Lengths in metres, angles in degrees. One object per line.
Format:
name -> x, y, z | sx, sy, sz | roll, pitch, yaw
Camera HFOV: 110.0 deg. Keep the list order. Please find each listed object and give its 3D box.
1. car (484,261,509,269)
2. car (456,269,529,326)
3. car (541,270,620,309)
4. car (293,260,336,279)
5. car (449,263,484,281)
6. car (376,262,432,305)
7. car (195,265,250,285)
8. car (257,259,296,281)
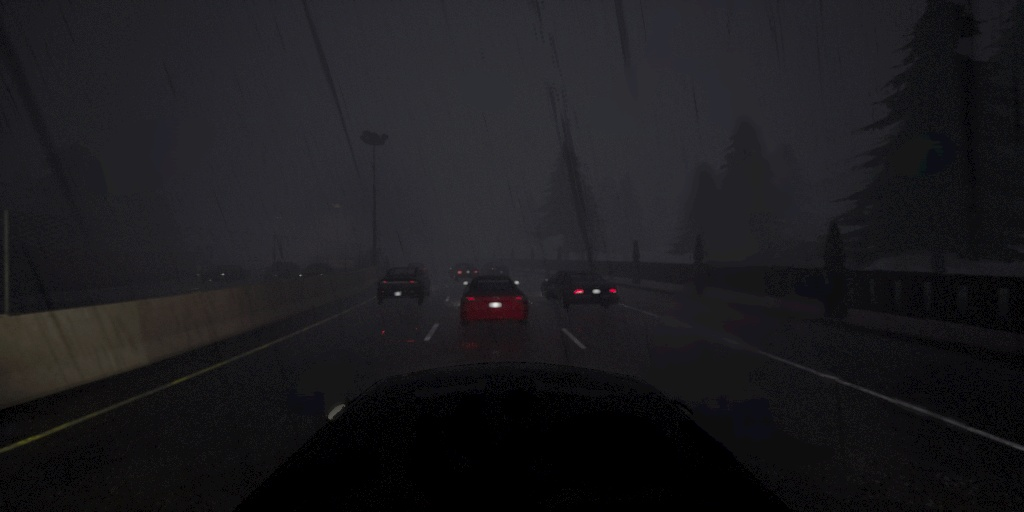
car -> -1.611, 1.221, 33.482 | 1.812, 1.442, 4.674 | 0, 0, -17
car -> -0.657, 1.297, 11.741 | 1.994, 1.385, 4.181 | 0, 0, -6
car -> 2.583, 1.263, 14.817 | 2.033, 1.411, 5.357 | 0, 0, -7
car -> -14.344, 1.280, 26.627 | 1.812, 1.442, 4.674 | 0, 0, -16
car -> -4.004, 1.259, 29.502 | 2.033, 1.411, 5.357 | 0, 0, -16
car -> -4.738, 1.231, 16.139 | 2.128, 1.511, 4.902 | 0, 0, -9
car -> -21.739, 1.380, 27.125 | 1.895, 1.301, 4.718 | 0, 0, -18
car -> -19.050, 1.256, 30.000 | 2.128, 1.511, 4.902 | 0, 0, -19
